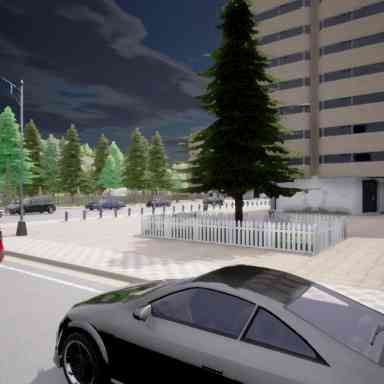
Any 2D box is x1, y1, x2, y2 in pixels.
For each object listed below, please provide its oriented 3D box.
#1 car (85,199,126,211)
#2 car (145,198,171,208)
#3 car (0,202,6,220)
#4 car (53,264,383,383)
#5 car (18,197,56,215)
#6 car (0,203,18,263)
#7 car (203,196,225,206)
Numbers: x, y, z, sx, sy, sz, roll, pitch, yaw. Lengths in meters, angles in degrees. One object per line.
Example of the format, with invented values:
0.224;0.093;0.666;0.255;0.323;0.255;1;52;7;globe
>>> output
-10.652;1.547;41.412;2.033;1.411;5.357;0;0;35;car
-4.964;1.564;49.384;1.994;1.385;4.181;0;0;36;car
-17.161;1.564;25.916;1.994;1.385;4.181;0;0;36;car
0.339;1.564;3.749;4.181;1.385;1.994;0;0;35;car
-16.226;1.352;33.574;2.097;1.767;4.553;0;0;35;car
-7.352;1.221;9.179;5.566;2.045;2.150;0;0;36;car
3.643;1.505;55.129;1.837;1.490;4.892;0;0;35;car
